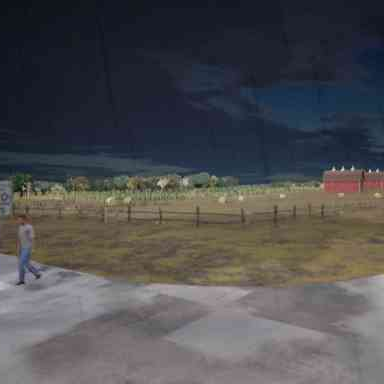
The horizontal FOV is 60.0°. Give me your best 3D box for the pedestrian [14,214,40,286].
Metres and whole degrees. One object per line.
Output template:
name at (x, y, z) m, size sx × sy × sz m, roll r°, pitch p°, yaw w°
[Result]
pedestrian at (-4.304, 1.429, 8.602) m, size 0.375 × 1.860 × 0.375 m, roll 0°, pitch 2°, yaw 39°
